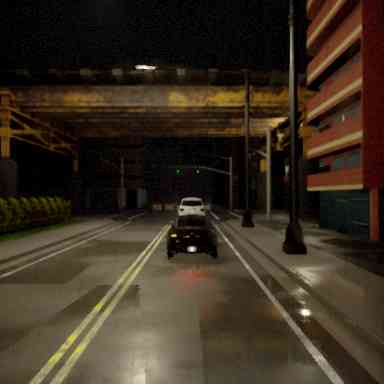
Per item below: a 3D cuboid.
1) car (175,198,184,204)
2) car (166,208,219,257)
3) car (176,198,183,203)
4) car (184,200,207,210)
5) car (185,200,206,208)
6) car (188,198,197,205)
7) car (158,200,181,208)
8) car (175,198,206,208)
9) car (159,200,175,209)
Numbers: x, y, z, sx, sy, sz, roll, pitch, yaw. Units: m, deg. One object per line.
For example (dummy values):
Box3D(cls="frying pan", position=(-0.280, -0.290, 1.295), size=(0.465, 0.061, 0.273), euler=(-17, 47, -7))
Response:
Box3D(cls="car", position=(-3.297, 2.409, 89.224), size=(2.038, 1.542, 4.974), euler=(0, -1, 0))
Box3D(cls="car", position=(0.018, 1.653, 13.493), size=(1.837, 1.490, 4.892), euler=(0, 0, 0))
Box3D(cls="car", position=(-3.298, 2.252, 89.278), size=(1.853, 1.218, 4.536), euler=(0, -1, 0))
Box3D(cls="car", position=(0.508, 2.033, 54.108), size=(2.038, 1.542, 4.974), euler=(0, -1, -20))
Box3D(cls="car", position=(0.489, 1.876, 54.158), size=(1.853, 1.218, 4.536), euler=(0, -1, -20))
Box3D(cls="car", position=(0.135, 2.318, 80.703), size=(2.038, 1.542, 4.974), euler=(0, -1, 0))
Box3D(cls="car", position=(-3.631, 1.879, 54.464), size=(1.853, 1.218, 4.536), euler=(0, -1, 25))
Box3D(cls="car", position=(-0.045, 1.521, 27.570), size=(2.150, 2.045, 5.566), euler=(0, 0, -1))
Box3D(cls="car", position=(-3.653, 2.036, 54.415), size=(2.038, 1.542, 4.974), euler=(0, -1, 25))
